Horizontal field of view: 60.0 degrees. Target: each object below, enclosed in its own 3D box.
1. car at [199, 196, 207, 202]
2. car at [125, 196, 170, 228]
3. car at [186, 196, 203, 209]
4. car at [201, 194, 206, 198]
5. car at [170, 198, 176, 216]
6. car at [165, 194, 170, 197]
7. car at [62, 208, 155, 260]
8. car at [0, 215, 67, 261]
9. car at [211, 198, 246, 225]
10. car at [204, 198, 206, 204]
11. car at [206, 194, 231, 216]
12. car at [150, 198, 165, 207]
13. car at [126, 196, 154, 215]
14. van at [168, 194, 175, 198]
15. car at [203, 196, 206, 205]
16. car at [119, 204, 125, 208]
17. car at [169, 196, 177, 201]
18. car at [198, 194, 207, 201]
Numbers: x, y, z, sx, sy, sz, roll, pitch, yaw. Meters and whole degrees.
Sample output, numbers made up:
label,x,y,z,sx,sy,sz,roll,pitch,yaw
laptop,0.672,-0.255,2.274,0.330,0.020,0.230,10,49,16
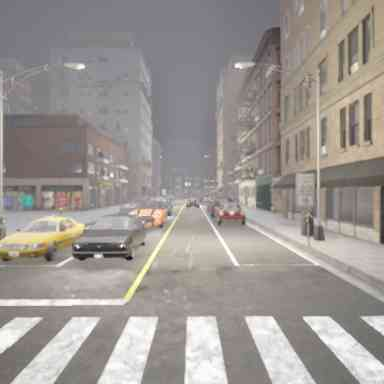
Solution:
label,x,y,z,sx,sy,sz,roll,pitch,yaw
car,2.674,1.625,80.579,1.947,1.339,4.313,0,0,0
car,-2.845,1.380,22.401,2.097,1.767,4.553,0,0,0
car,0.124,1.638,45.988,1.895,1.301,4.718,0,0,0
car,2.663,1.588,57.932,2.008,1.369,4.403,0,0,0
car,-2.832,1.585,32.809,2.033,1.411,5.357,0,0,0
car,-5.362,1.595,57.766,1.752,1.417,4.829,0,0,0
car,-2.845,1.567,12.753,2.033,1.411,5.357,0,0,0
car,-5.385,1.555,12.471,1.752,1.417,4.829,0,0,0
car,2.646,1.447,23.960,1.967,1.590,4.097,0,0,0
car,2.652,1.583,35.284,1.947,1.339,4.313,0,0,0
car,2.648,1.327,29.622,2.192,1.841,5.009,0,0,0
car,-5.365,1.647,52.275,1.802,1.307,4.206,0,0,0
car,-5.374,1.365,35.289,2.192,1.841,5.009,0,0,0
van,-5.355,1.428,74.922,1.690,1.788,3.998,0,0,0
car,2.654,1.547,41.116,1.752,1.417,4.829,0,0,0
car,-5.376,1.596,29.627,2.008,1.369,4.403,0,0,0
car,-5.345,1.670,91.907,1.947,1.339,4.313,0,0,0
car,2.676,1.380,86.242,2.192,1.841,5.009,0,0,0
